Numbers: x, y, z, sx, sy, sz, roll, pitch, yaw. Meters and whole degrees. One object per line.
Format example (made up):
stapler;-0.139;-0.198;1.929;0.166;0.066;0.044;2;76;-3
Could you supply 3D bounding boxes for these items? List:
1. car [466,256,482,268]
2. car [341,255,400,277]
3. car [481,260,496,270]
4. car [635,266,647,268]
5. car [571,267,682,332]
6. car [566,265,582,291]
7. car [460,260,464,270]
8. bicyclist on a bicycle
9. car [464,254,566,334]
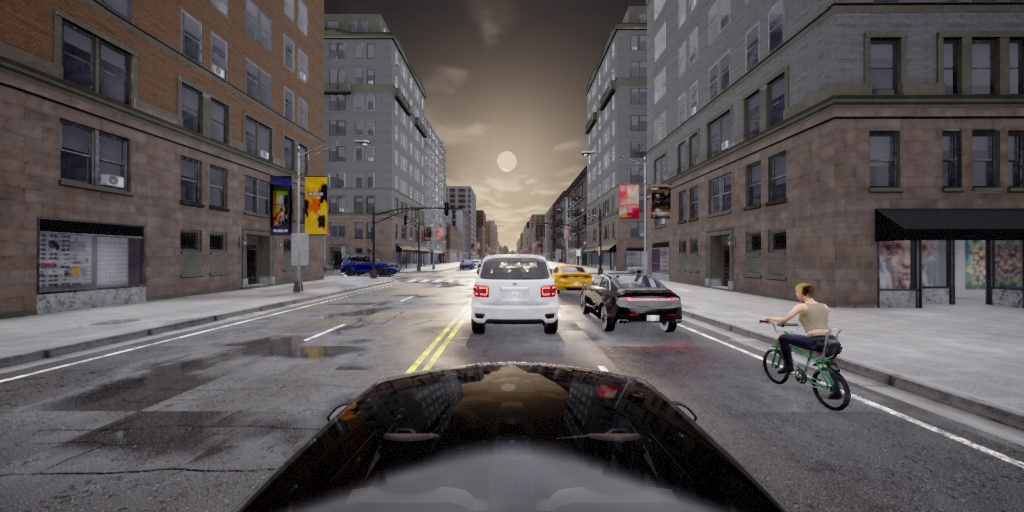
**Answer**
car;-6.712;0.995;64.051;2.150;2.045;5.566;0;0;0
car;-13.977;0.965;35.435;5.566;2.045;2.150;0;0;5
car;-3.462;1.334;53.098;1.994;1.385;4.181;0;0;0
car;14.962;1.412;38.730;4.718;1.301;1.895;0;0;1
car;3.320;1.243;10.839;2.128;1.511;4.902;0;0;0
car;3.205;1.232;20.329;1.882;1.535;5.008;0;0;0
car;-6.720;1.248;54.107;1.882;1.535;5.008;0;0;0
bicyclist on a bicycle;4.127;1.187;5.136;0.866;1.612;1.509;0;0;0
car;0.076;0.973;10.767;2.150;2.045;5.566;0;0;0
